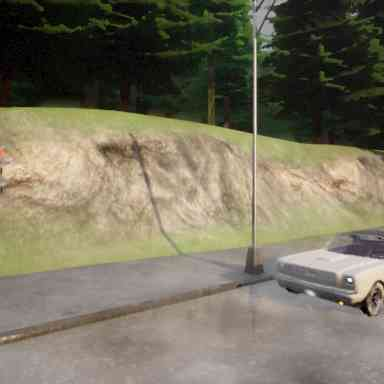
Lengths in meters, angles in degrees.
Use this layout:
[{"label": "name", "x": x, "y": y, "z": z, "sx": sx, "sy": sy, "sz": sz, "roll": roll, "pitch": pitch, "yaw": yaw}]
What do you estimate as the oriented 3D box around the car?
[{"label": "car", "x": 4.019, "y": 1.601, "z": 7.594, "sx": 4.718, "sy": 1.301, "sz": 1.895, "roll": 0, "pitch": 0, "yaw": -36}]
